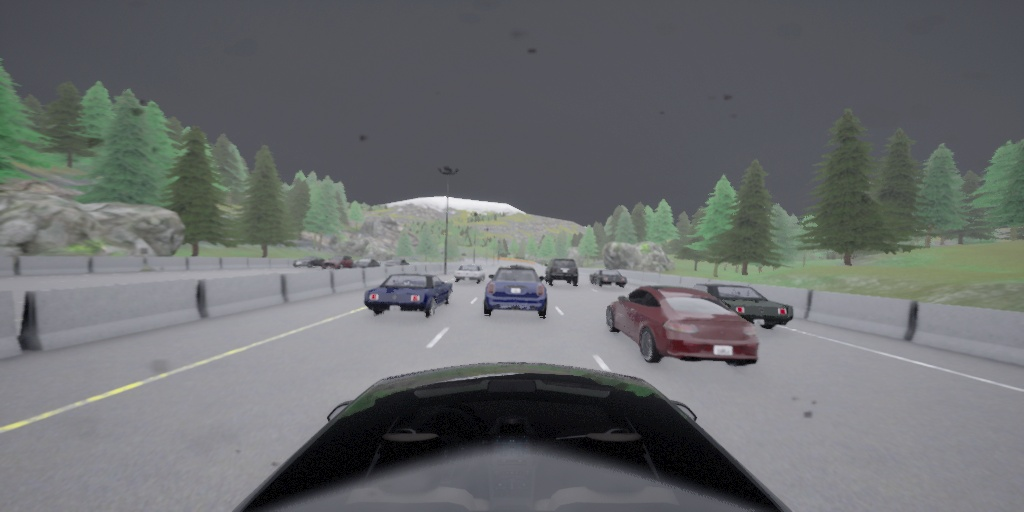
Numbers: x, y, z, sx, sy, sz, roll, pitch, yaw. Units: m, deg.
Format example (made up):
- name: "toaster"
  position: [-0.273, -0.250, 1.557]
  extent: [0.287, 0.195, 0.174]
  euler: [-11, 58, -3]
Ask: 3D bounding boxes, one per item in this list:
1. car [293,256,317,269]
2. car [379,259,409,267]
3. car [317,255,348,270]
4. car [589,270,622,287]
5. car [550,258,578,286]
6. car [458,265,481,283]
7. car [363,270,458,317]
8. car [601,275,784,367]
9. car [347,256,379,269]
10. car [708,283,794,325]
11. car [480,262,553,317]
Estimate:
- name: "car"
  position: [-24.156, 0.736, 42.991]
  extent: [2.128, 1.511, 4.902]
  euler: [2, -1, 1]
- name: "car"
  position: [-13.678, 1.100, 42.654]
  extent: [1.837, 1.490, 4.892]
  euler: [2, -1, 1]
- name: "car"
  position: [-20.660, 0.710, 42.837]
  extent: [2.097, 1.767, 4.553]
  euler: [2, -1, 1]
- name: "car"
  position: [7.306, 1.717, 27.817]
  extent: [1.895, 1.301, 4.718]
  euler: [2, -1, 1]
- name: "car"
  position: [3.832, 1.223, 28.305]
  extent: [2.150, 2.045, 5.566]
  euler: [2, -1, 1]
- name: "car"
  position: [-3.187, 1.363, 27.954]
  extent: [1.895, 1.301, 4.718]
  euler: [2, -1, 1]
- name: "car"
  position: [-3.364, 1.254, 12.668]
  extent: [1.895, 1.301, 4.718]
  euler: [2, 0, 1]
- name: "car"
  position: [3.561, 1.400, 8.264]
  extent: [1.812, 1.442, 4.674]
  euler: [2, 0, 1]
- name: "car"
  position: [-17.177, 0.997, 42.447]
  extent: [1.812, 1.442, 4.674]
  euler: [2, -1, 1]
- name: "car"
  position: [7.129, 1.608, 12.500]
  extent: [1.895, 1.301, 4.718]
  euler: [2, 0, 1]
- name: "car"
  position: [0.153, 1.128, 13.573]
  extent: [2.097, 1.767, 4.553]
  euler: [2, 0, 1]
